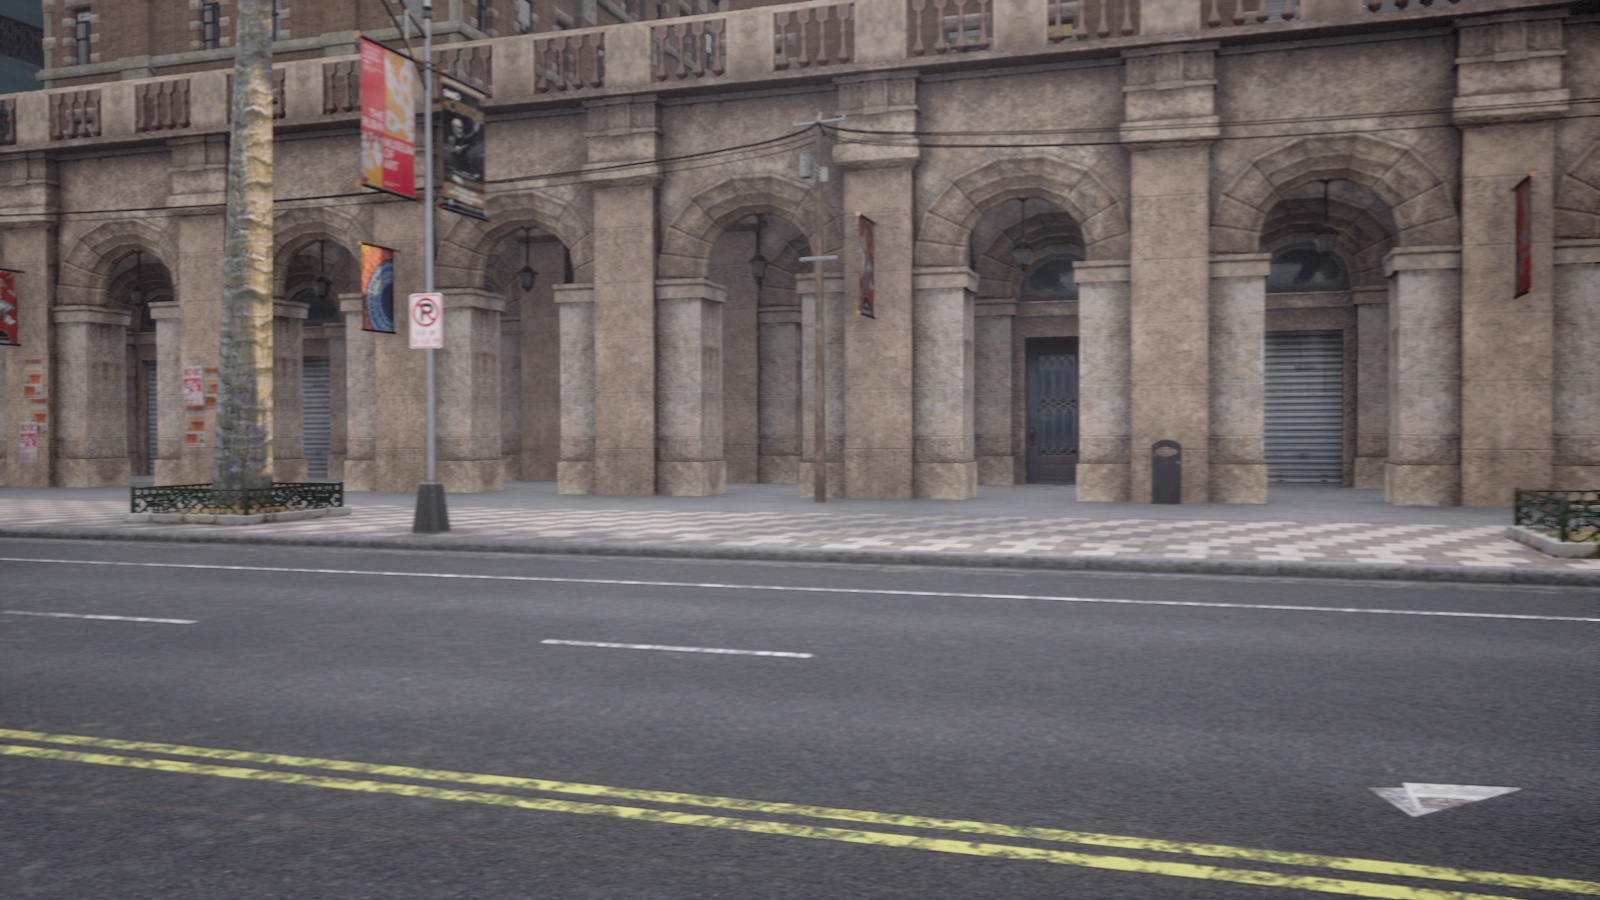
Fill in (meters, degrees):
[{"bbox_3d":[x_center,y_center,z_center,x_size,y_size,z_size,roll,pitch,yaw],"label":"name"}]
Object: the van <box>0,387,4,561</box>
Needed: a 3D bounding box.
[{"bbox_3d":[-11.779,0.274,14.406,4.480,2.038,2.069,1,1,18],"label":"van"}]
